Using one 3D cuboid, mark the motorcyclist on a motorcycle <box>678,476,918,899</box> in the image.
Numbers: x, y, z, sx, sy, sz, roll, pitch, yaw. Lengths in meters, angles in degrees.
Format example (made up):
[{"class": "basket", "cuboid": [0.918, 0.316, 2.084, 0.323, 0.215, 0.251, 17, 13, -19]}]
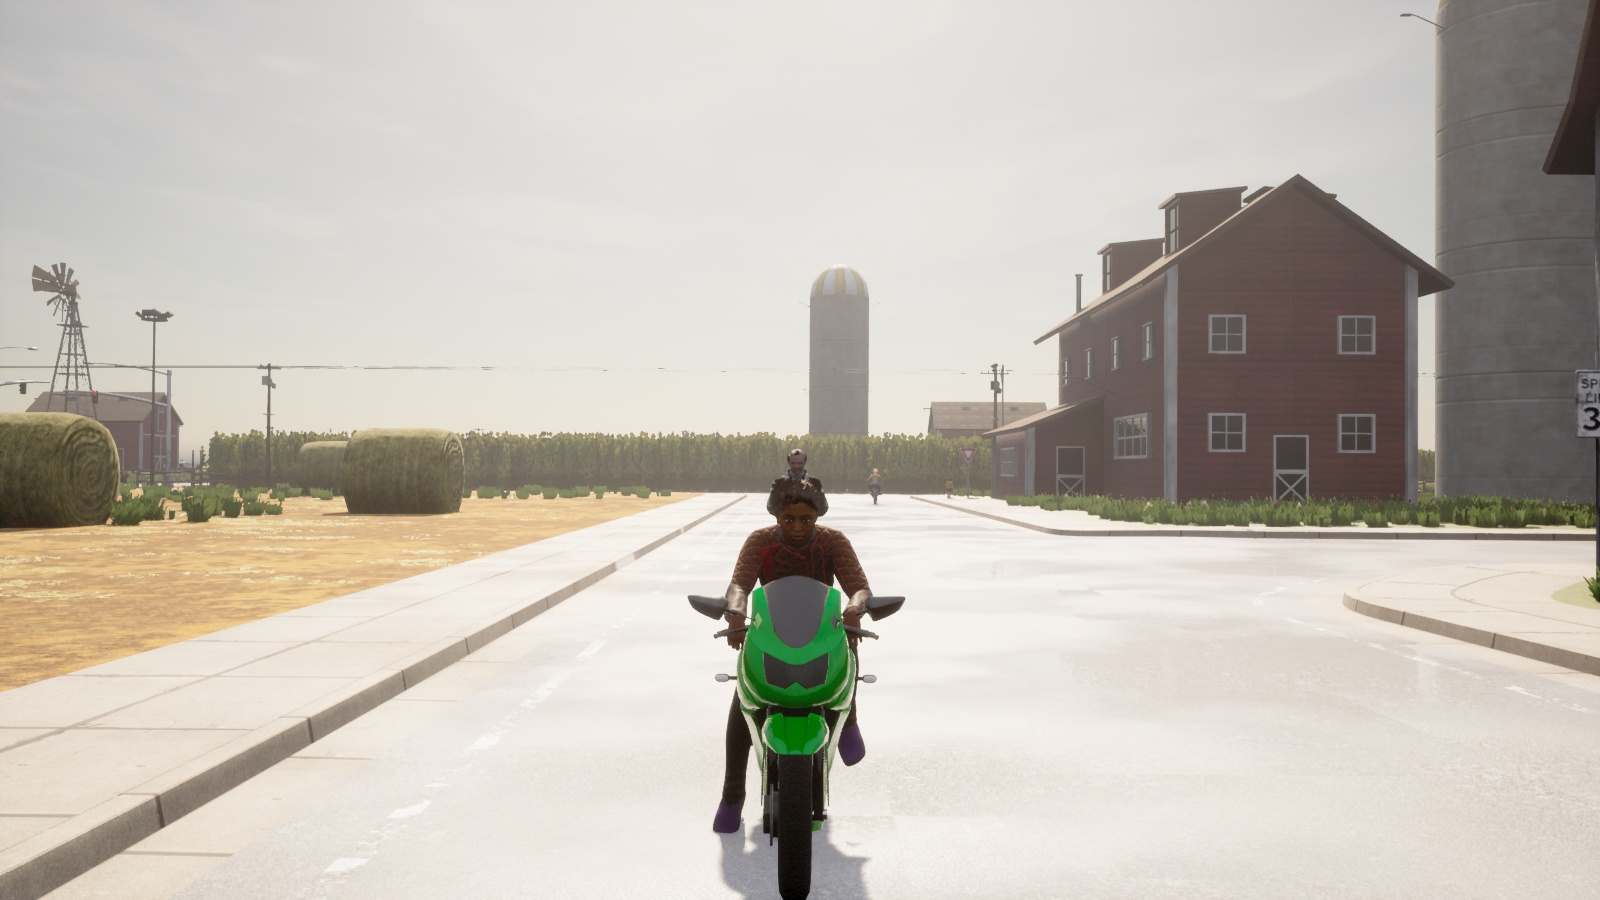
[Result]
[{"class": "motorcyclist on a motorcycle", "cuboid": [-0.009, 0.878, 5.209, 0.797, 1.523, 2.044, 0, -1, 0]}]
